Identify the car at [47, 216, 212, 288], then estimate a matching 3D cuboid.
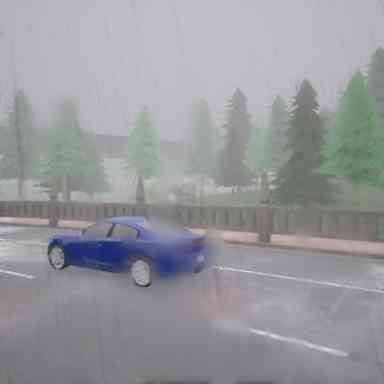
[{"bbox_3d":[-1.872,1.407,9.108,5.008,1.535,1.882,0,0,32],"label":"car"}]
